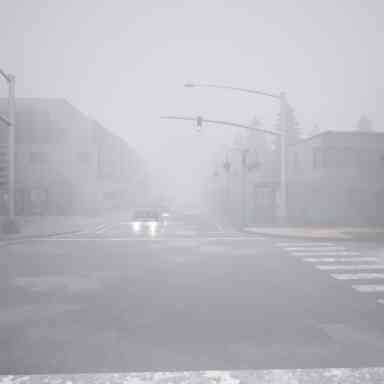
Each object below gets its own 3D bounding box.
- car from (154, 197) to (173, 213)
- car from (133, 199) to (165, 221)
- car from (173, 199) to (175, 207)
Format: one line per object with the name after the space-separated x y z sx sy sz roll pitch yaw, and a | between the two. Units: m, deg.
-3.595 1.352 37.257 2.097 1.767 4.553 0 0 0 | car
-3.598 1.564 27.335 1.994 1.385 4.181 0 0 0 | car
-3.575 1.547 51.363 2.033 1.411 5.357 0 0 0 | car
